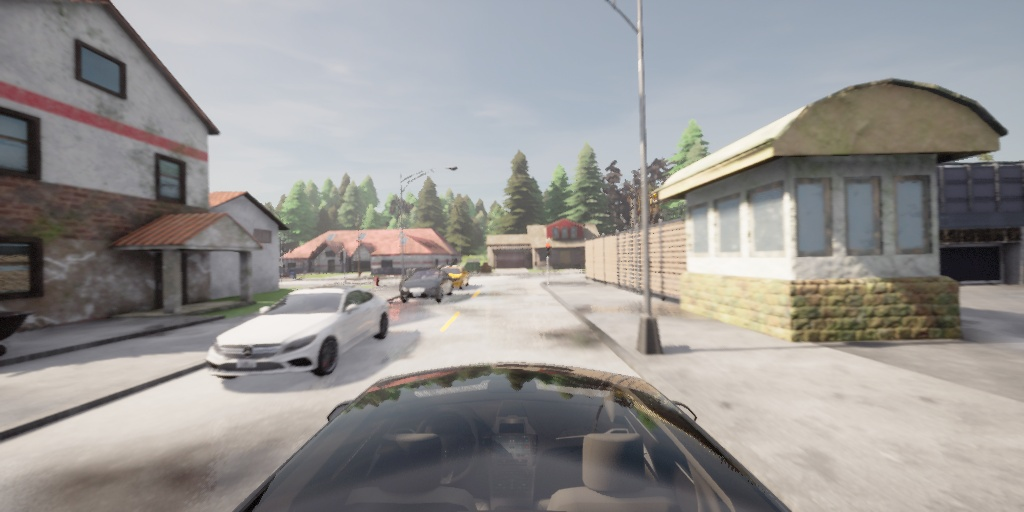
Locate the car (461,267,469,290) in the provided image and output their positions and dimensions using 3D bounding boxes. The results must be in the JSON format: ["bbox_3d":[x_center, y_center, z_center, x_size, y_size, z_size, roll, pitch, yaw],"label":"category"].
[{"bbox_3d":[-4.129,1.457,24.852,1.882,1.535,5.008,-1,0,0],"label":"car"}]

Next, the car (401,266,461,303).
[{"bbox_3d":[-4.163,1.430,18.146,2.128,1.511,4.902,-1,0,0],"label":"car"}]

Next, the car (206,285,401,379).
[{"bbox_3d":[-4.126,1.410,7.852,1.812,1.442,4.674,-1,0,-1],"label":"car"}]
